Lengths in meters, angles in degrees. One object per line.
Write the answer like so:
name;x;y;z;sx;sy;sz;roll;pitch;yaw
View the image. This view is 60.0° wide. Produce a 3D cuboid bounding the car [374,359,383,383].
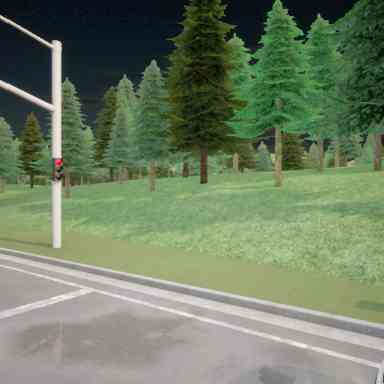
car;3.388;1.352;1.571;4.553;1.767;2.097;0;0;36
